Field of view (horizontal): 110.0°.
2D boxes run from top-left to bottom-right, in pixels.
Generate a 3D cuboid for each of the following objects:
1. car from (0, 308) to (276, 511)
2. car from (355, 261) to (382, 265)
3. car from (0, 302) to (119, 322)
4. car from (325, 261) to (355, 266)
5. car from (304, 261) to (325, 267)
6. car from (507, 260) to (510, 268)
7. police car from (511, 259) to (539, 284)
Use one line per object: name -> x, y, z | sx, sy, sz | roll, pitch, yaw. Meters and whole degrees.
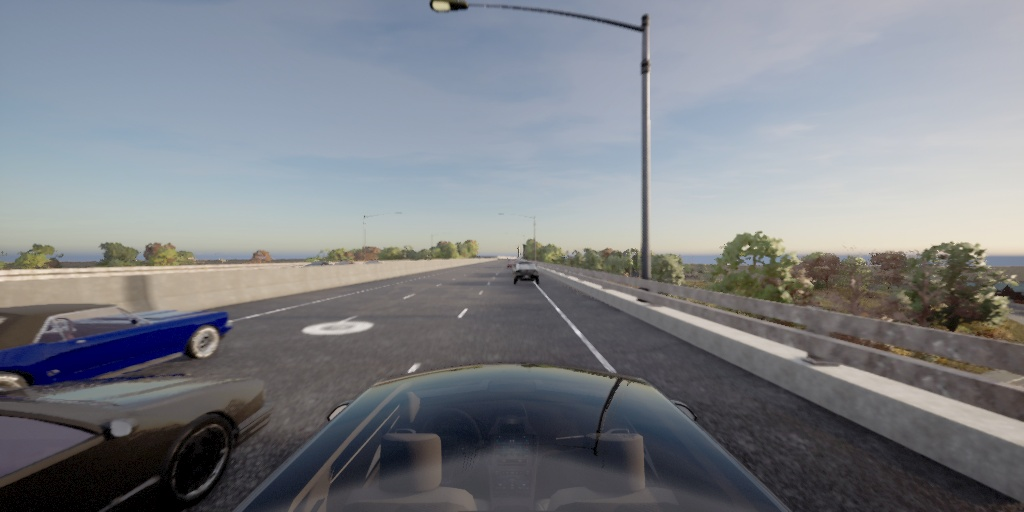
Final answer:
car -> -3.399, 1.296, 1.258 | 2.033, 1.411, 5.357 | 0, 0, 0
car -> -17.543, 1.383, 45.403 | 1.882, 1.535, 5.008 | 0, 0, 1
car -> -6.899, 1.365, 5.513 | 1.895, 1.301, 4.718 | 0, 0, 0
car -> -21.040, 1.383, 45.329 | 1.882, 1.535, 5.008 | 0, 0, 1
car -> -24.538, 1.410, 45.572 | 1.837, 1.490, 4.892 | 0, 0, 1
car -> 0.016, 1.578, 64.291 | 1.895, 1.301, 4.718 | 0, 0, 0
police car -> 1.052, 1.269, 28.032 | 1.930, 1.638, 5.238 | 0, 0, 0
